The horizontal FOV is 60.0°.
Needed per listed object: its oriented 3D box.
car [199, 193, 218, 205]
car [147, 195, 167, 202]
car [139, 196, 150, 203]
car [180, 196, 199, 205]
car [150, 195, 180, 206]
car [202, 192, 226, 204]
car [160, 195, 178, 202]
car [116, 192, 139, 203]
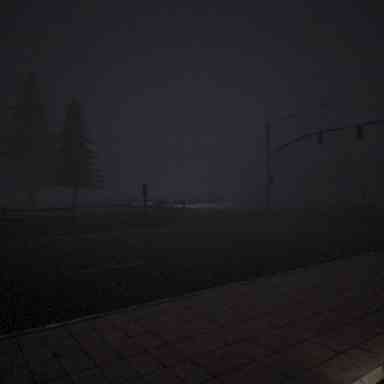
[{"bbox_3d":[1.493,1.375,56.964,2.033,1.411,5.357,0,0,-34],"label":"car"},{"bbox_3d":[-7.367,1.331,69.838,2.128,1.511,4.902,0,0,-35],"label":"car"},{"bbox_3d":[-10.188,1.425,67.762,1.895,1.301,4.718,0,0,-35],"label":"car"},{"bbox_3d":[-1.371,1.371,54.932,1.812,1.442,4.674,0,0,-35],"label":"car"},{"bbox_3d":[-4.359,1.464,53.090,1.895,1.301,4.718,0,0,-35],"label":"car"},{"bbox_3d":[3.674,1.030,59.987,2.150,2.045,5.566,0,0,-34],"label":"car"},{"bbox_3d":[-5.100,1.321,72.709,1.994,1.385,4.181,0,0,-35],"label":"car"},{"bbox_3d":[-13.311,1.077,66.114,2.150,2.045,5.566,0,1,-35],"label":"car"}]
